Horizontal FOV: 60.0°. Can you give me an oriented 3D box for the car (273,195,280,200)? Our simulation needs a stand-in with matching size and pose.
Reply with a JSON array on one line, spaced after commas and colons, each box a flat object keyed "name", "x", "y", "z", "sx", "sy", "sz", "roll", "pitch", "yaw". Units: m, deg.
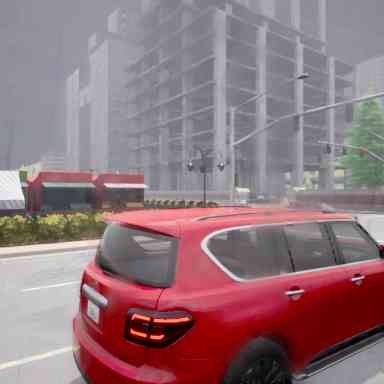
[{"name": "car", "x": 14.052, "y": 1.114, "z": 59.913, "sx": 1.905, "sy": 1.878, "sz": 3.866, "roll": 0, "pitch": 0, "yaw": -36}]

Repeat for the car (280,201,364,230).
[{"name": "car", "x": 8.493, "y": 1.444, "z": 22.255, "sx": 1.882, "sy": 1.535, "sz": 5.008, "roll": 0, "pitch": 0, "yaw": -36}]

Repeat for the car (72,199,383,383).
[{"name": "car", "x": 1.259, "y": 1.221, "z": 4.687, "sx": 5.566, "sy": 2.045, "sz": 2.150, "roll": 0, "pitch": 0, "yaw": -35}]

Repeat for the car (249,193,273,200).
[{"name": "car", "x": 11.661, "y": 1.114, "z": 58.199, "sx": 1.905, "sy": 1.878, "sz": 3.866, "roll": 0, "pitch": 0, "yaw": -36}]

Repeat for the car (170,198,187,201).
[{"name": "car", "x": -1.233, "y": 1.423, "z": 35.652, "sx": 1.882, "sy": 1.535, "sz": 5.008, "roll": 0, "pitch": 1, "yaw": -36}]
